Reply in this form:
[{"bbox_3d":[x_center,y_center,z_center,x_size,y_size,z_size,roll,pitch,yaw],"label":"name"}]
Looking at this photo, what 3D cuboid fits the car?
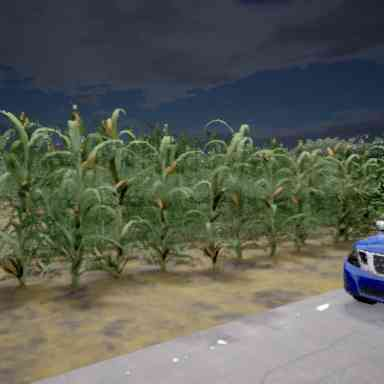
[{"bbox_3d":[5.510,1.206,6.985,5.566,2.045,2.150,0,0,-35],"label":"car"}]
